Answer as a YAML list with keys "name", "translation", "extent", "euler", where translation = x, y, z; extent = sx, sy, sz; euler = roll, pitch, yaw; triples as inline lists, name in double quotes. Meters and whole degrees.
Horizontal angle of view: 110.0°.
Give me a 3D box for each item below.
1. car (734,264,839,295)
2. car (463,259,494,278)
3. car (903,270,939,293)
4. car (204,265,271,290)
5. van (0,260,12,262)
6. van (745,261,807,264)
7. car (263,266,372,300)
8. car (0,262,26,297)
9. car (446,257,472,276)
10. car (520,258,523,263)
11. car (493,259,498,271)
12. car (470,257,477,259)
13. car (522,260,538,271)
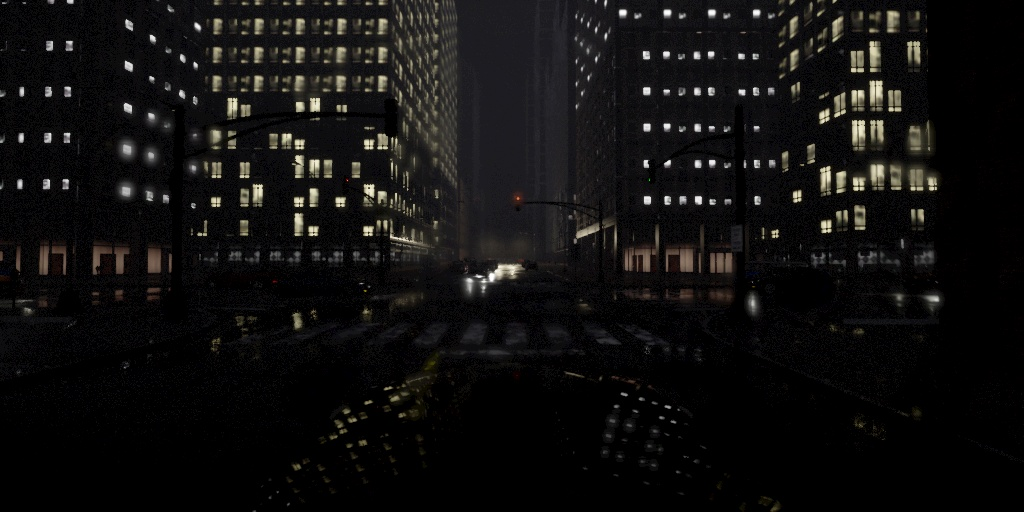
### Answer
- name: "car"
  translation: [14.865, 1.321, 19.503]
  extent: [4.892, 1.490, 1.837]
  euler: [0, -1, 0]
- name: "car"
  translation: [-3.117, 1.310, 34.497]
  extent: [2.033, 1.411, 5.357]
  euler: [0, 0, 0]
- name: "car"
  translation: [24.345, 1.313, 19.482]
  extent: [5.008, 1.535, 1.882]
  euler: [0, -1, 0]
- name: "car"
  translation: [-16.502, 1.255, 22.134]
  extent: [4.097, 1.591, 1.967]
  euler: [0, 0, 0]
- name: "van"
  translation: [-33.447, 1.132, 22.164]
  extent: [3.998, 1.789, 1.690]
  euler: [0, 0, 0]
- name: "van"
  translation: [15.972, 1.210, 22.075]
  extent: [3.998, 1.789, 1.690]
  euler: [0, 0, 0]
- name: "car"
  translation: [-8.956, 1.303, 17.120]
  extent: [4.181, 1.385, 1.994]
  euler: [1, -1, -11]
- name: "car"
  translation: [-25.535, 1.166, 16.381]
  extent: [5.008, 1.535, 1.882]
  euler: [0, -1, 0]
- name: "car"
  translation: [-5.706, 1.203, 37.576]
  extent: [1.967, 1.591, 4.097]
  euler: [0, 0, 0]
- name: "car"
  translation: [2.665, 1.298, 60.118]
  extent: [1.751, 1.417, 4.829]
  euler: [0, 0, 0]
- name: "car"
  translation: [-3.119, 1.367, 44.407]
  extent: [1.895, 1.301, 4.718]
  euler: [0, 0, 0]
- name: "car"
  translation: [-5.712, 1.083, 48.726]
  extent: [2.192, 1.841, 5.009]
  euler: [0, 0, 0]
- name: "car"
  translation: [2.669, 1.350, 48.792]
  extent: [1.802, 1.307, 4.207]
  euler: [0, 0, 0]
